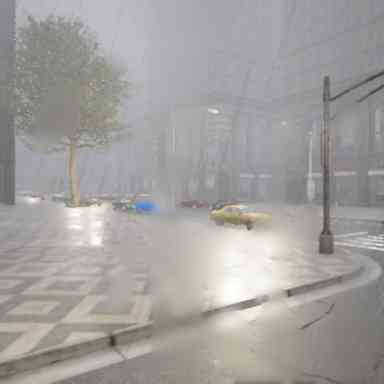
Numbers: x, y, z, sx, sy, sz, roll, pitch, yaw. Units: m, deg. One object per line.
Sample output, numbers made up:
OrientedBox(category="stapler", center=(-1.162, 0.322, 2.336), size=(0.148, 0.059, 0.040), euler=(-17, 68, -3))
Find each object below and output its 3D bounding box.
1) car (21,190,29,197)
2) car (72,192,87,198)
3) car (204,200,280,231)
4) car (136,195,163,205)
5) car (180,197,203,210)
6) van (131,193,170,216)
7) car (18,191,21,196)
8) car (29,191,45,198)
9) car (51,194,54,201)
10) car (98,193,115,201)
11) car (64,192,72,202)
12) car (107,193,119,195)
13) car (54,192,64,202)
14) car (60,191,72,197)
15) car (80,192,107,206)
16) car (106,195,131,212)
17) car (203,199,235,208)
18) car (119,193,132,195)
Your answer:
OrientedBox(category="car", center=(-39.077, 0.366, 79.954), size=(1.967, 1.590, 4.097), euler=(1, 0, -35))
OrientedBox(category="car", center=(-25.642, 0.642, 75.682), size=(1.887, 1.381, 4.507), euler=(1, 0, -35))
OrientedBox(category="car", center=(3.075, 1.430, 20.105), size=(1.752, 1.417, 4.829), euler=(1, 0, -35))
OrientedBox(category="car", center=(-6.234, 1.126, 48.131), size=(2.008, 1.369, 4.403), euler=(1, 0, -35))
OrientedBox(category="car", center=(0.237, 1.275, 38.943), size=(1.887, 1.381, 4.507), euler=(1, 0, -35))
OrientedBox(category="van", center=(-3.492, 1.123, 29.433), size=(1.690, 1.788, 3.998), euler=(1, 0, -35))
OrientedBox(category="car", center=(-42.312, 0.291, 84.547), size=(1.967, 1.590, 4.097), euler=(1, 0, -35))
OrientedBox(category="car", center=(-32.606, 0.519, 70.769), size=(1.967, 1.590, 4.097), euler=(1, 0, -35))
OrientedBox(category="car", center=(-22.904, 0.865, 56.992), size=(2.008, 1.369, 4.403), euler=(1, 0, -35))
OrientedBox(category="car", center=(-15.939, 0.914, 61.907), size=(1.802, 1.307, 4.206), euler=(1, 0, -35))
OrientedBox(category="car", center=(-16.434, 1.026, 47.808), size=(2.008, 1.369, 4.403), euler=(1, 0, -35))
OrientedBox(category="car", center=(-12.704, 0.963, 57.315), size=(2.008, 1.369, 4.403), euler=(1, 0, -35))
OrientedBox(category="car", center=(-19.670, 0.945, 52.400), size=(2.008, 1.369, 4.403), euler=(1, 0, -35))
OrientedBox(category="car", center=(-32.112, 0.527, 84.866), size=(1.802, 1.307, 4.206), euler=(1, 0, -35))
OrientedBox(category="car", center=(-13.102, 1.085, 43.076), size=(1.752, 1.417, 4.829), euler=(1, 0, -35))
OrientedBox(category="car", center=(-6.729, 1.263, 34.026), size=(2.008, 1.369, 4.403), euler=(1, 0, -35))
OrientedBox(category="car", center=(3.470, 1.366, 34.351), size=(1.947, 1.339, 4.313), euler=(1, 0, -35))
OrientedBox(category="car", center=(-9.467, 0.933, 52.723), size=(1.967, 1.590, 4.097), euler=(1, 0, -35))
